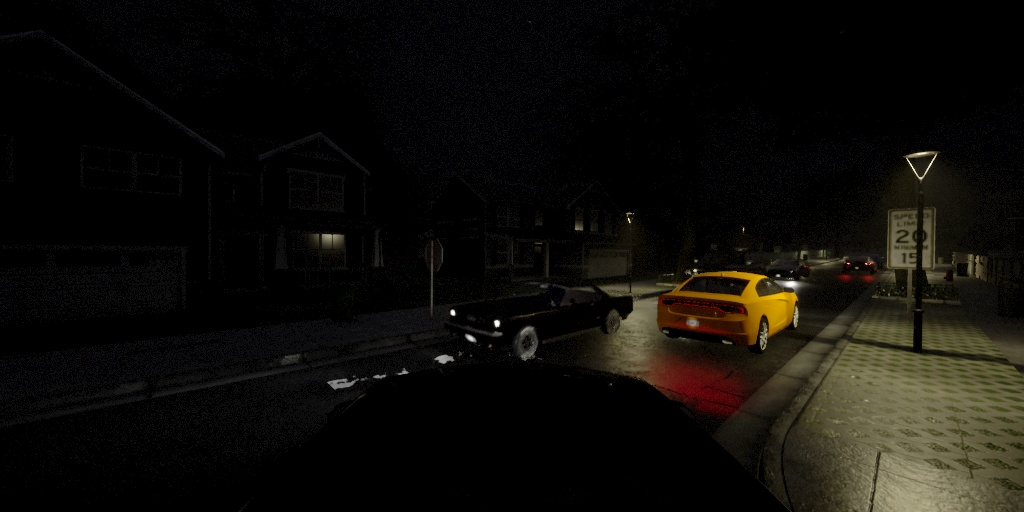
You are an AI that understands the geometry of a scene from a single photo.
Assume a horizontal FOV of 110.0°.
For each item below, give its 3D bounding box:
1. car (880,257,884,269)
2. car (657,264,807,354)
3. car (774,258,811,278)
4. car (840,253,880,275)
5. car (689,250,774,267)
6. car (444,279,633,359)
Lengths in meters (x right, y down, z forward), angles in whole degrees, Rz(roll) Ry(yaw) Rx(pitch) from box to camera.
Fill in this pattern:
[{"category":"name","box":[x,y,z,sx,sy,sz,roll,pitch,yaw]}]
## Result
[{"category":"car","box":[36.605,0.478,36.756,5.008,1.535,1.882,-1,2,-41]},{"category":"car","box":[5.385,1.125,8.685,5.008,1.535,1.882,-1,1,-42]},{"category":"car","box":[19.253,0.863,24.980,5.357,1.411,2.033,-1,1,-41]},{"category":"car","box":[28.967,0.710,29.835,4.674,1.442,1.812,-1,2,-41]},{"category":"car","box":[10.054,0.716,16.713,5.566,2.045,2.150,-1,1,-42]},{"category":"car","box":[0.837,1.257,8.430,4.718,1.301,1.895,-1,1,-42]}]
